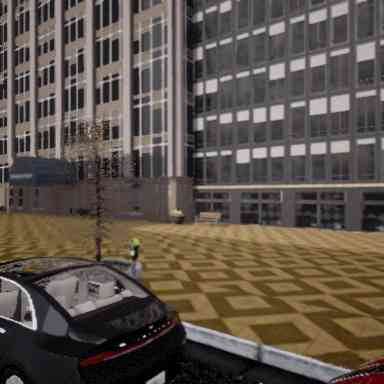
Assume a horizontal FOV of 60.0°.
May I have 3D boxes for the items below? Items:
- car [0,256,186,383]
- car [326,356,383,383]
[{"bbox_3d":[-2.121,1.551,4.393,4.403,1.369,2.008,0,0,36],"label":"car"},{"bbox_3d":[2.375,1.440,1.185,4.097,1.590,1.967,0,0,36],"label":"car"}]
